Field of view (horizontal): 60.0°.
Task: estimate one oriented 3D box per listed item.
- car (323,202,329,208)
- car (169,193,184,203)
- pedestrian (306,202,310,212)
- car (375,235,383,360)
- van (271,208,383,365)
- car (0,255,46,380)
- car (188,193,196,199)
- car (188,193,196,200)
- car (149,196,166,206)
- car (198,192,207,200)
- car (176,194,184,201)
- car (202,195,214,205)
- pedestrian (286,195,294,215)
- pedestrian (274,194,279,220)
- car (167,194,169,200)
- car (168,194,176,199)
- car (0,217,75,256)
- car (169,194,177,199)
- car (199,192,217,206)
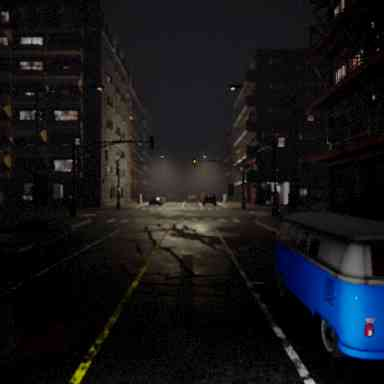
[{"bbox_3d":[13.743,1.294,29.064,4.403,1.369,2.008,0,-1,0],"label":"car"},{"bbox_3d":[-2.786,1.283,62.168,1.994,1.385,4.181,0,0,1],"label":"car"},{"bbox_3d":[8.009,1.293,22.965,0.500,1.100,0.500,1,-1,0],"label":"pedestrian"},{"bbox_3d":[2.552,1.314,0.101,2.192,1.841,5.009,1,0,0],"label":"car"},{"bbox_3d":[2.551,1.312,5.633,1.690,1.788,3.998,1,0,0],"label":"van"},{"bbox_3d":[-2.849,1.539,1.481,2.033,1.411,5.357,0,0,0],"label":"car"},{"bbox_3d":[-0.002,1.040,89.354,2.128,1.511,4.902,0,0,0],"label":"car"},{"bbox_3d":[-0.002,1.153,78.929,1.882,1.535,5.008,0,0,0],"label":"car"},{"bbox_3d":[-5.302,1.337,49.299,1.947,1.339,4.313,1,0,0],"label":"car"},{"bbox_3d":[2.578,0.997,82.703,2.192,1.841,5.009,1,0,0],"label":"car"},{"bbox_3d":[-2.752,1.184,77.668,1.837,1.490,4.892,0,0,0],"label":"car"},{"bbox_3d":[2.579,1.271,55.074,1.752,1.417,4.829,1,0,0],"label":"car"},{"bbox_3d":[6.570,1.030,22.369,0.375,1.860,0.375,1,-1,0],"label":"pedestrian"},{"bbox_3d":[6.009,1.018,23.570,0.375,1.860,0.375,1,-1,0],"label":"pedestrian"},{"bbox_3d":[-5.302,1.313,54.860,1.947,1.339,4.313,1,0,0],"label":"car"},{"bbox_3d":[-5.306,1.234,88.232,2.008,1.369,4.403,1,0,0],"label":"car"},{"bbox_3d":[-5.301,1.527,11.220,1.802,1.307,4.206,1,0,0],"label":"car"},{"bbox_3d":[-5.306,1.212,93.624,1.752,1.417,4.829,1,0,0],"label":"car"},{"bbox_3d":[2.583,1.086,49.344,2.192,1.841,5.009,1,0,0],"label":"car"}]
